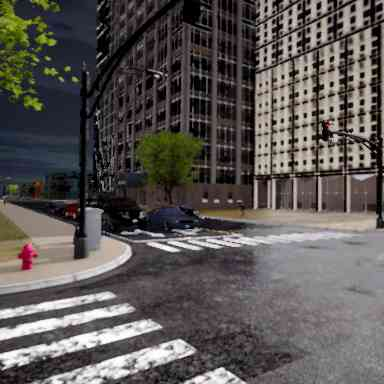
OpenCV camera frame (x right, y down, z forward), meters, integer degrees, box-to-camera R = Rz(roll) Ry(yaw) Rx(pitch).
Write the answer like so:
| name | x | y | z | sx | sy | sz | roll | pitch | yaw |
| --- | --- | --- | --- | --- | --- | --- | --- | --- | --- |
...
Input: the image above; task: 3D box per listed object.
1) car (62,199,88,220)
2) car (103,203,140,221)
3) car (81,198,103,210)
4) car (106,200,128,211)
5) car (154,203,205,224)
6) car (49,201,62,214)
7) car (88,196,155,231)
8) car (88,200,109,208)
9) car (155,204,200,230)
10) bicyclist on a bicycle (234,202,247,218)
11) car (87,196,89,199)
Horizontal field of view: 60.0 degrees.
| name | x | y | z | sx | sy | sz | roll | pitch | yaw |
| --- | --- | --- | --- | --- | --- | --- | --- | --- | --- |
| car | -10.053 | 1.663 | 30.194 | 1.882 | 1.535 | 5.008 | 2 | -1 | -32 |
| car | -6.608 | 1.777 | 30.809 | 1.812 | 1.442 | 4.674 | 2 | -1 | -32 |
| car | -15.610 | 1.816 | 51.710 | 2.097 | 1.767 | 4.553 | 2 | -1 | -31 |
| car | -11.565 | 2.047 | 51.243 | 1.812 | 1.442 | 4.674 | 2 | -1 | -32 |
| car | -1.192 | 1.791 | 28.643 | 2.128 | 1.511 | 4.902 | 2 | -1 | -32 |
| car | -15.487 | 1.796 | 38.934 | 2.033 | 1.411 | 5.357 | 2 | -1 | -32 |
| car | -4.762 | 1.346 | 21.707 | 2.150 | 2.045 | 5.566 | 2 | -1 | -32 |
| car | -16.853 | 2.129 | 59.733 | 2.033 | 1.411 | 5.357 | 2 | -1 | -32 |
| car | -1.564 | 1.741 | 22.773 | 2.033 | 1.411 | 5.357 | 1 | -1 | -29 |
| bicyclist on a bicycle | 4.846 | 1.771 | 32.958 | 1.656 | 1.620 | 0.582 | 1 | -1 | -32 |
| car | -12.255 | 1.538 | 39.902 | 2.150 | 2.045 | 5.566 | 2 | -1 | -31 |
